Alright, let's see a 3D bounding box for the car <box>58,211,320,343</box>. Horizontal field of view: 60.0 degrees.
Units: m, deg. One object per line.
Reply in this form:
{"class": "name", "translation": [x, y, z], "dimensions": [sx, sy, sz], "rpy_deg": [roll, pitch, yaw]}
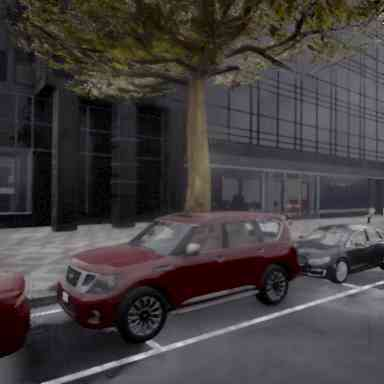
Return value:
{"class": "car", "translation": [0.065, 1.354, 6.691], "dimensions": [5.009, 1.841, 2.192], "rpy_deg": [1, 0, -35]}

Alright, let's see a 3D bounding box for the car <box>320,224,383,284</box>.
{"class": "car", "translation": [4.368, 1.645, 9.761], "dimensions": [4.403, 1.369, 2.008], "rpy_deg": [1, 0, -35]}

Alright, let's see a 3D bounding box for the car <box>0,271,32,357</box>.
{"class": "car", "translation": [-4.244, 1.530, 3.619], "dimensions": [4.507, 1.381, 1.887], "rpy_deg": [1, 0, -35]}
